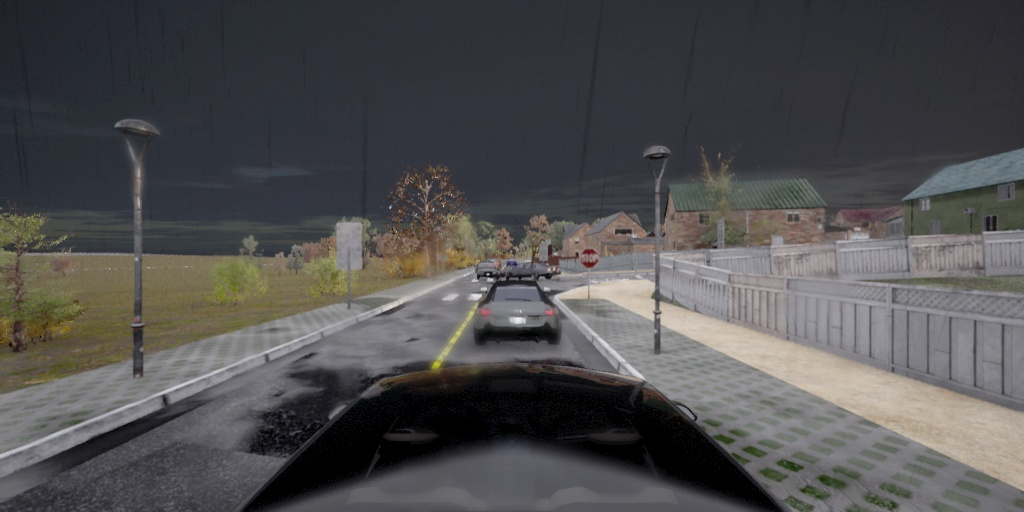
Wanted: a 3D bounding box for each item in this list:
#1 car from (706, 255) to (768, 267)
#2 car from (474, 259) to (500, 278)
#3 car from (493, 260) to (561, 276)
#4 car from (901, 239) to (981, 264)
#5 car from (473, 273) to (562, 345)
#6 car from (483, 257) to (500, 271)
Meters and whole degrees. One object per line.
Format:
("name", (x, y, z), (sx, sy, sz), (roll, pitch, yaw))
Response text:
("car", (14.373, 0.405, 22.867), (4.181, 1.385, 1.994), (-3, 0, 16))
("car", (-2.271, 1.247, 31.391), (1.837, 1.490, 4.892), (0, 0, -8))
("car", (1.318, 1.188, 28.482), (5.357, 1.411, 2.033), (-4, -3, 43))
("car", (23.875, -0.215, 20.451), (4.902, 1.511, 2.128), (-3, 0, 14))
("car", (0.097, 1.310, 9.466), (1.994, 1.385, 4.181), (0, 0, -1))
("car", (-2.881, 1.102, 51.208), (2.097, 1.767, 4.553), (0, 0, 1))
